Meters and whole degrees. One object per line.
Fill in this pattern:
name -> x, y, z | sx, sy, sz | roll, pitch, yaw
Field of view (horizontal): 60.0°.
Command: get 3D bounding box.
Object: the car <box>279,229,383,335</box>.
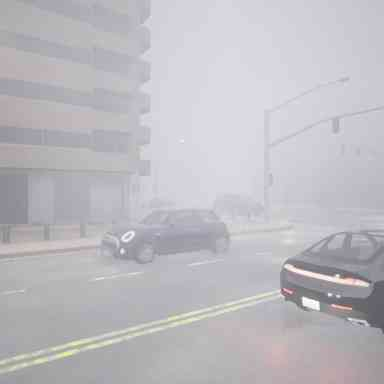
car -> 3.813, 1.492, 6.463 | 4.902, 1.511, 2.128 | 0, 0, -35

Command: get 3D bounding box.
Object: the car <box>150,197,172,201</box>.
car -> -3.814, 1.422, 43.973 | 1.882, 1.535, 5.008 | 0, 0, -35

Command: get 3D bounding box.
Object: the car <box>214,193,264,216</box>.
car -> 4.355, 1.162, 32.247 | 2.150, 2.045, 5.566 | 0, 1, -35

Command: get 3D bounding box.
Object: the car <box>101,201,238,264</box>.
car -> -0.852, 1.352, 11.876 | 4.553, 1.767, 2.097 | 0, 0, -35
